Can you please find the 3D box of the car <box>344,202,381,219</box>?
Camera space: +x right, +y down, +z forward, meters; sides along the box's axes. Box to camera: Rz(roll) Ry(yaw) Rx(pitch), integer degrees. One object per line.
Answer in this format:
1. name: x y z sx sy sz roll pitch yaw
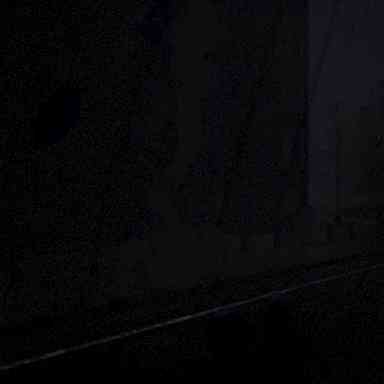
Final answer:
1. car: 14.882 1.510 27.078 1.812 1.442 4.674 -1 0 -36
